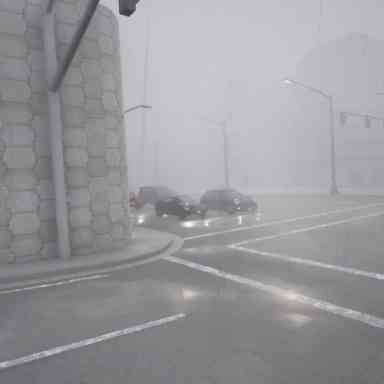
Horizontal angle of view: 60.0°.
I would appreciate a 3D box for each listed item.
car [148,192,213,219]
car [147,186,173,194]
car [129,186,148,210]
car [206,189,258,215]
[{"bbox_3d":[-0.919,0.971,22.882,1.812,1.442,4.674,-5,3,-35],"label":"car"},{"bbox_3d":[-3.272,0.426,32.229,2.150,2.045,5.566,-5,3,-35],"label":"car"},{"bbox_3d":[-6.685,0.667,31.008,2.150,2.045,5.566,-5,3,-35],"label":"car"},{"bbox_3d":[2.548,0.564,24.002,2.097,1.767,4.553,-5,3,-35],"label":"car"}]
